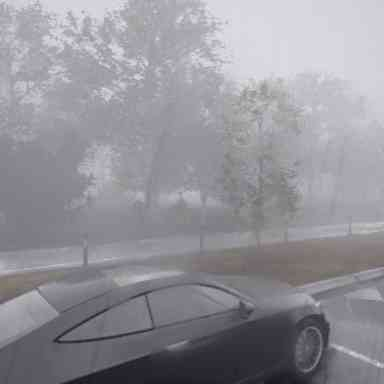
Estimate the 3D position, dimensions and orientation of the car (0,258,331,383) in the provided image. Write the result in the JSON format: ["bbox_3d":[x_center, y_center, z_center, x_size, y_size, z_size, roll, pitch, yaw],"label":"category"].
[{"bbox_3d":[-0.397,1.518,3.789,4.674,1.452,2.002,-1,0,-35],"label":"car"}]
